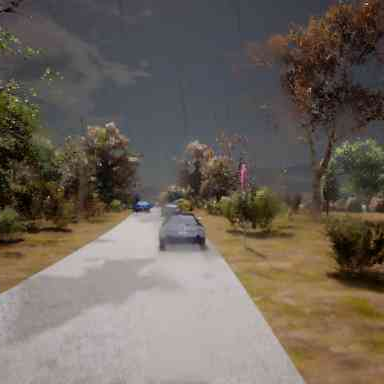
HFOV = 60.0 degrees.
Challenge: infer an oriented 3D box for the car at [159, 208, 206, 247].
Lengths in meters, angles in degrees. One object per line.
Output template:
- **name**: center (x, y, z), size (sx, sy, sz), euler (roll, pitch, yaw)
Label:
- **car**: center (-0.485, 1.643, 15.374), size (1.994, 1.385, 4.181), euler (0, 0, -4)

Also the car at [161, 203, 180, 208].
- **car**: center (-2.108, 1.816, 32.798), size (1.812, 1.442, 4.674), euler (0, -1, -7)

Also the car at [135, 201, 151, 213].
- **car**: center (-6.468, 1.951, 43.981), size (1.882, 1.535, 5.008), euler (0, -1, -7)
